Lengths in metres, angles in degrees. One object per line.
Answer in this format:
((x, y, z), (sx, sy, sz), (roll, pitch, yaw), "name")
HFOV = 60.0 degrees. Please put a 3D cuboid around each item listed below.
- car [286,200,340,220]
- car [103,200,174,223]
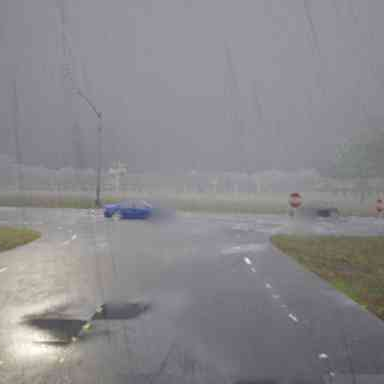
((11.059, 1.500, 30.646), (4.553, 1.767, 2.097), (2, 1, 0), "car")
((-3.753, 1.330, 23.732), (5.008, 1.535, 1.882), (1, 1, 0), "car")
